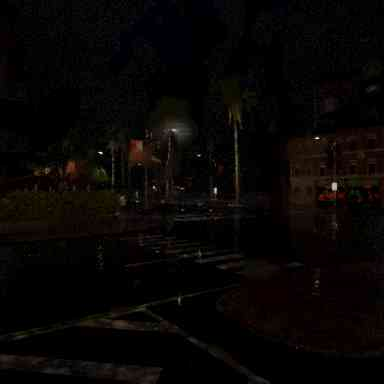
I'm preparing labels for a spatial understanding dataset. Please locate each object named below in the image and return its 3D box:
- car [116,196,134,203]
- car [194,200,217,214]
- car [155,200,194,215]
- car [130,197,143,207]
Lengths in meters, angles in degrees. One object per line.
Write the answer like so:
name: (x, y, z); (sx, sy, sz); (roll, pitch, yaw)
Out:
car: (-13.876, 1.522, 68.680); (1.812, 1.442, 4.674); (0, 0, -39)
car: (0.418, 1.547, 36.358); (2.033, 1.411, 5.357); (0, 0, -35)
car: (-2.023, 1.564, 33.742); (1.994, 1.385, 4.181); (0, 0, -35)
car: (-9.419, 1.547, 50.316); (2.033, 1.411, 5.357); (0, 0, -35)
